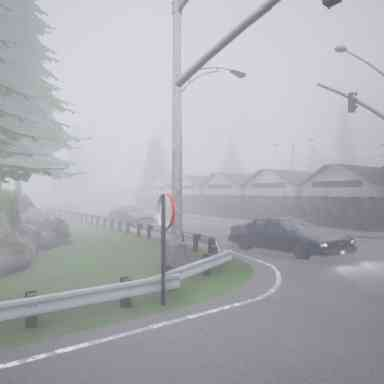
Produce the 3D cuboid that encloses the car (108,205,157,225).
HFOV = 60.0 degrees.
[{"bbox_3d":[-4.709,1.739,25.514,2.033,1.411,5.357,0,0,-35],"label":"car"}]

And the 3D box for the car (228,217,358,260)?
[{"bbox_3d":[3.594,1.691,13.163,2.033,1.411,5.357,0,-2,-30],"label":"car"}]

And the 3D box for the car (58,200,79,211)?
[{"bbox_3d":[-16.328,1.730,44.316,2.033,1.411,5.357,0,0,-8],"label":"car"}]
